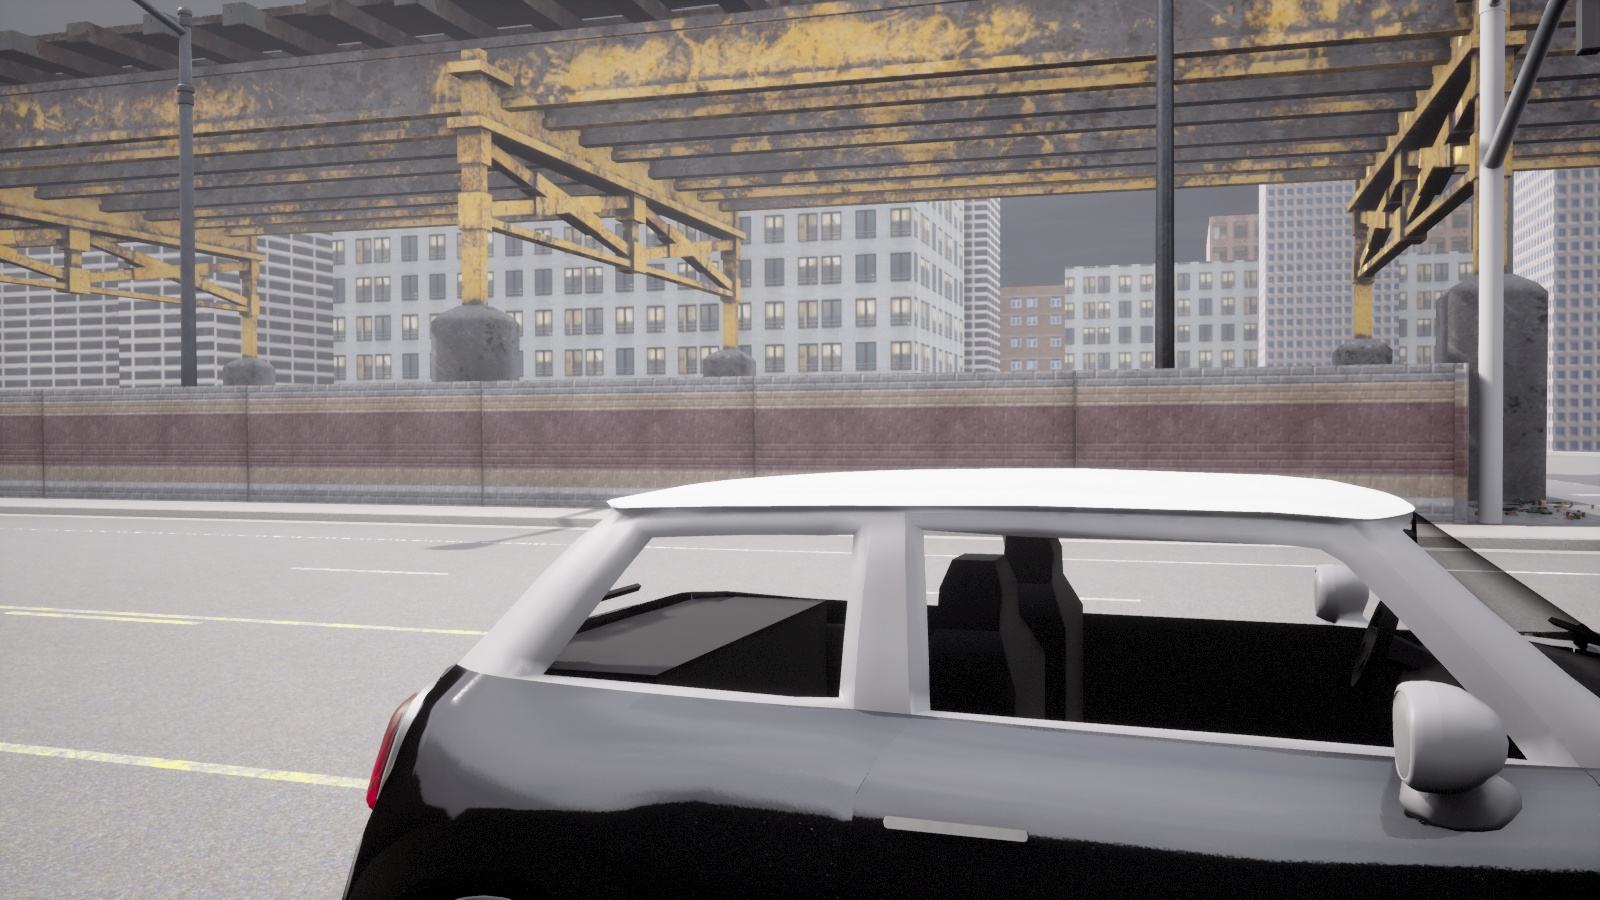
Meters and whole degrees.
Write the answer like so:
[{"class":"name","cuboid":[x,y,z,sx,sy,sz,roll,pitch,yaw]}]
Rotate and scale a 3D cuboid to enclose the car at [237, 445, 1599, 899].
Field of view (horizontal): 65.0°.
[{"class":"car","cuboid":[0.986,0.750,2.861,3.806,1.475,1.970,1,1,18]}]
